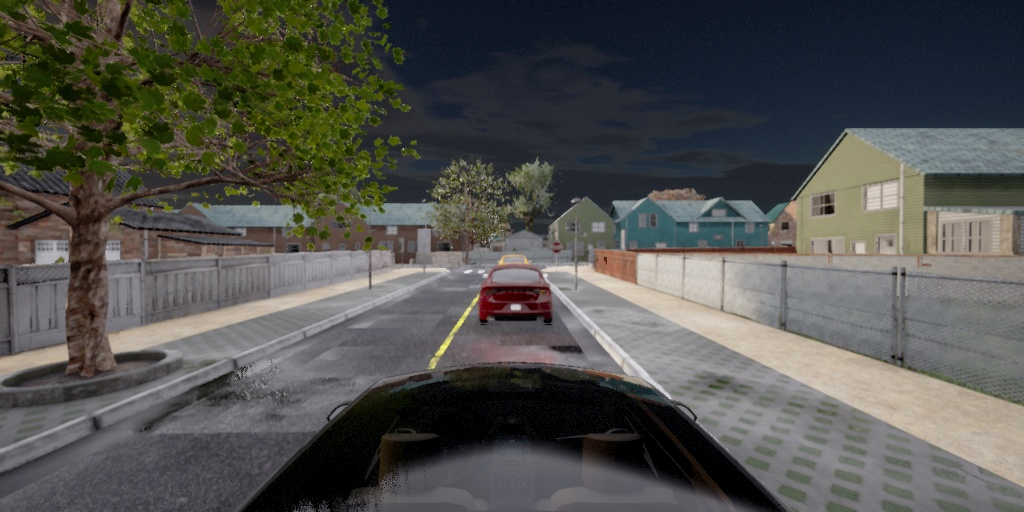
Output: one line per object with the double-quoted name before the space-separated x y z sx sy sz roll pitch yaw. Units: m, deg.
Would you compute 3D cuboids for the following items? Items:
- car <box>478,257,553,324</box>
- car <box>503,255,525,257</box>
"car" 0.102 0.963 10.786 1.882 1.535 5.008 0 2 0
"car" 0.128 0.667 20.966 1.882 1.535 5.008 0 2 1
